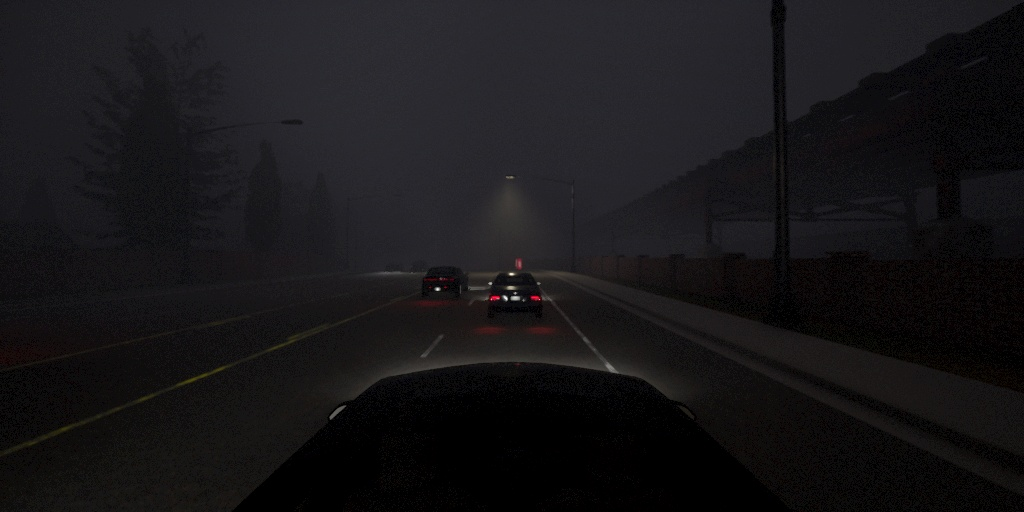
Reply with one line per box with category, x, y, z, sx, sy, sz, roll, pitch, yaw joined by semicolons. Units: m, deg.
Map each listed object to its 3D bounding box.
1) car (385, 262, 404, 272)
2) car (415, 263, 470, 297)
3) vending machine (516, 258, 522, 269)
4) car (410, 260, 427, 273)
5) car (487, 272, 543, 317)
car;-15.588;1.428;47.773;1.895;1.301;4.718;0;-1;-10
car;-3.401;1.264;18.828;1.837;1.490;4.892;0;0;0
vending machine;1.228;1.415;63.930;1.100;2.100;0.880;0;0;-16
car;-11.788;1.285;45.891;1.882;1.535;5.008;0;-1;-8
car;0.098;1.303;13.141;2.033;1.411;5.357;0;0;0
